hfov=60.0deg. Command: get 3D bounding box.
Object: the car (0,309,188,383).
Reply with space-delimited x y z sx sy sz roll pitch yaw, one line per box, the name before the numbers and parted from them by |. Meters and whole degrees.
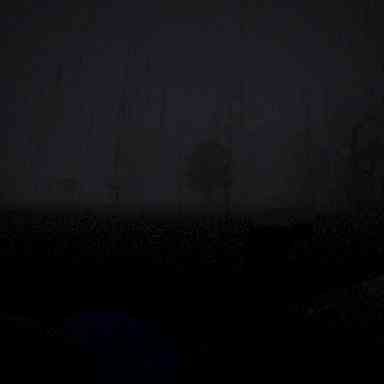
car | -2.303 1.477 1.419 5.008 1.535 1.882 0 0 -35
